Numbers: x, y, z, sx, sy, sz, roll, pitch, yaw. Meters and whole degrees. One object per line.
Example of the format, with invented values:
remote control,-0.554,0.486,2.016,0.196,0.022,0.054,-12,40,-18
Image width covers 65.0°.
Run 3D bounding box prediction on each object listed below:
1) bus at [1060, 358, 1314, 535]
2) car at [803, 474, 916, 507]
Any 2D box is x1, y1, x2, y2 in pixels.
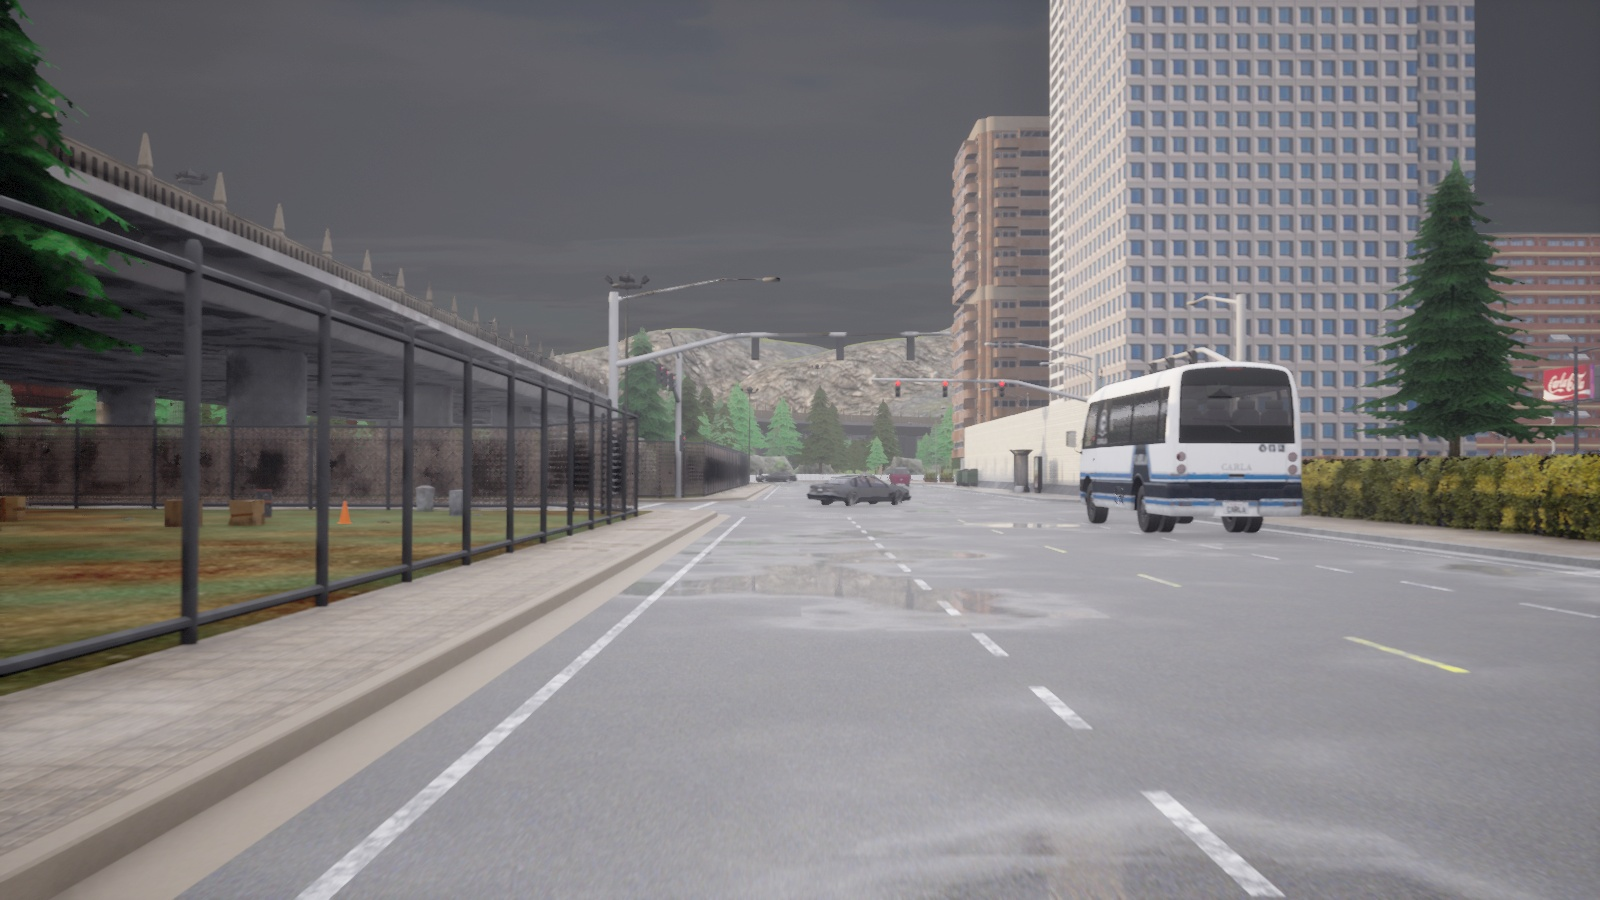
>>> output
bus,10.407,-0.010,35.445,3.944,4.253,10.273,0,-1,0
car,2.813,1.848,58.073,5.357,1.411,2.033,1,-1,-43
